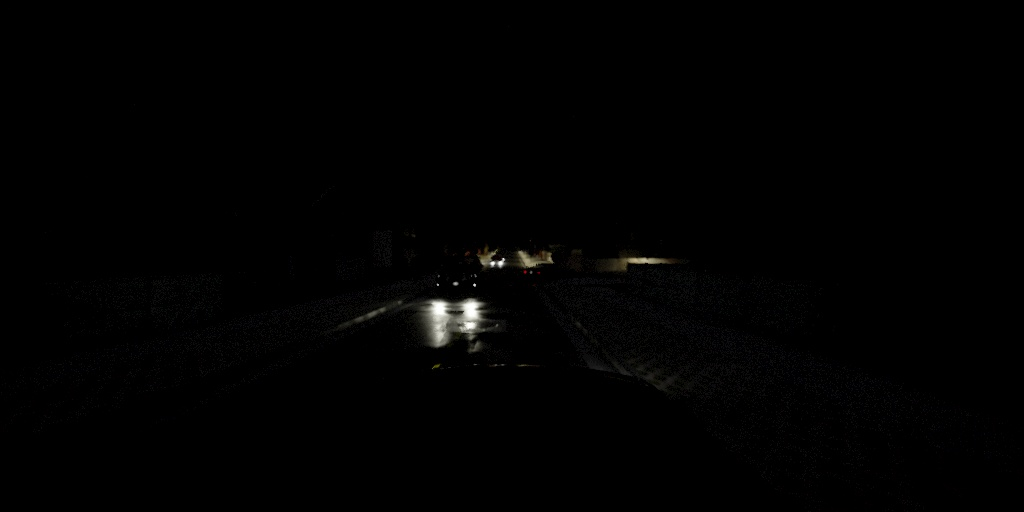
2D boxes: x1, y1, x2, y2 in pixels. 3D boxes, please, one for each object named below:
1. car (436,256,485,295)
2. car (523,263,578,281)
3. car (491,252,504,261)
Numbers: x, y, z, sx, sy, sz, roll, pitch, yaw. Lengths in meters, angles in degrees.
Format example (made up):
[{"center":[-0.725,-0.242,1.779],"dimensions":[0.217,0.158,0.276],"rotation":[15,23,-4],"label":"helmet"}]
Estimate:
[{"center":[-2.742,0.996,20.239],"dimensions":[2.150,2.045,5.566],"rotation":[0,0,0],"label":"car"},{"center":[3.090,1.258,28.393],"dimensions":[2.033,1.411,5.357],"rotation":[0,0,41],"label":"car"},{"center":[-2.733,0.279,64.533],"dimensions":[1.895,1.301,4.718],"rotation":[0,2,1],"label":"car"}]
